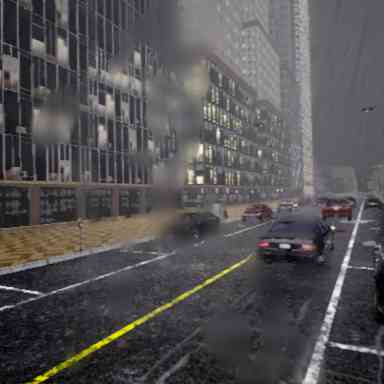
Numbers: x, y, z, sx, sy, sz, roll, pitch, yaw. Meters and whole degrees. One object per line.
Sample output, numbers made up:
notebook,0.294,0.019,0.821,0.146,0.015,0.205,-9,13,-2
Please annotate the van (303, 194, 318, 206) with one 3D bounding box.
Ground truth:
van,18.618,1.212,52.141,1.690,1.788,3.998,-1,0,28

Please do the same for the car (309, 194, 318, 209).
car,16.874,1.365,43.100,1.837,1.490,4.892,-2,-1,28

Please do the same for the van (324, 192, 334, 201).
van,31.871,1.024,77.328,1.690,1.788,3.998,-1,0,28

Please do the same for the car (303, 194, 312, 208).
car,15.972,1.451,47.103,1.887,1.381,4.507,-1,0,28

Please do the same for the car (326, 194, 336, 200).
car,34.526,1.210,82.364,1.947,1.339,4.313,-1,0,28

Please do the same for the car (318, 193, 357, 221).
car,11.606,1.236,26.391,2.097,1.767,4.553,-2,0,28

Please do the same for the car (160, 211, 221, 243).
car,0.069,1.682,16.879,1.947,1.339,4.313,-1,0,28

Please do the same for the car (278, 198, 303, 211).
car,10.671,1.529,37.028,2.008,1.369,4.403,-1,0,28

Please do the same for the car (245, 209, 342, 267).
car,3.745,1.532,11.439,2.033,1.411,5.357,-2,0,28

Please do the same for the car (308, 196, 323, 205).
car,21.274,1.416,57.178,1.802,1.307,4.206,-1,0,28

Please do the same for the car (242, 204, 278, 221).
car,5.370,1.630,26.952,1.802,1.307,4.206,-1,0,28

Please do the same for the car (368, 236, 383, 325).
car,4.551,1.434,6.438,1.837,1.490,4.892,-2,0,28

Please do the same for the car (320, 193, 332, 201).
car,29.222,1.161,72.289,1.967,1.590,4.097,-1,0,28

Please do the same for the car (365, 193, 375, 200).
car,39.360,0.990,73.562,1.752,1.417,4.829,-1,0,28

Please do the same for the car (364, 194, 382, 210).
car,20.730,1.292,38.152,1.947,1.339,4.313,-1,0,28

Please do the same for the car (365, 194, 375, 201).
car,36.632,1.086,68.374,1.802,1.307,4.206,-1,0,28
